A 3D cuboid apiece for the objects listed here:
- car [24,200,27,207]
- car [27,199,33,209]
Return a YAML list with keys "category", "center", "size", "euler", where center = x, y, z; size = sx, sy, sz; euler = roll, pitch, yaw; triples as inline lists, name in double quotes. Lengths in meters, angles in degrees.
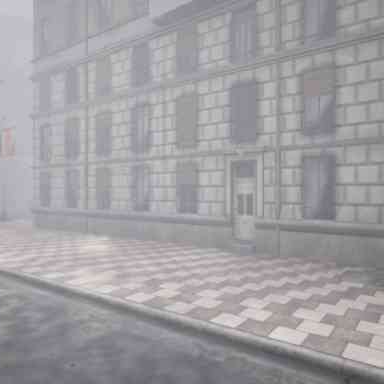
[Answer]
- category: "car"
  center: [-18.572, 1.221, 42.852]
  size: [2.150, 2.045, 5.566]
  euler: [0, 0, 37]
- category: "car"
  center: [-16.603, 1.352, 39.602]
  size: [2.097, 1.767, 4.553]
  euler: [0, 0, 36]
